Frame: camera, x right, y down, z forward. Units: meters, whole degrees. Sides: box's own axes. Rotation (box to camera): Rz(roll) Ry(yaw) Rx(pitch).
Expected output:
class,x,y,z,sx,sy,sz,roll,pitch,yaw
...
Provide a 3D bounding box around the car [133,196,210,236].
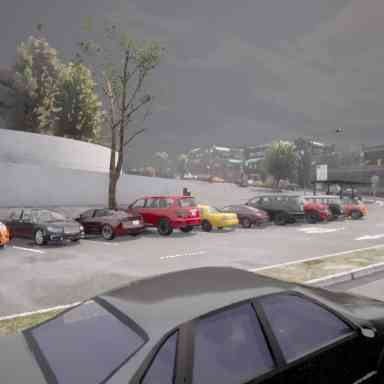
class,x,y,z,sx,sy,sz,roll,pitch,yaw
car,-2.125,1.249,18.736,5.566,2.045,2.435,-1,-1,34

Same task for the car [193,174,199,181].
class,x,y,z,sx,sy,sz,roll,pitch,yaw
car,3.193,-3.848,92.015,2.185,1.767,4.553,6,3,34

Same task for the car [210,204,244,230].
class,x,y,z,sx,sy,sz,roll,pitch,yaw
car,0.192,1.504,20.566,5.366,1.575,1.946,-1,-1,34

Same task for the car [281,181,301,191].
class,x,y,z,sx,sy,sz,roll,pitch,yaw
car,20.613,-0.990,67.455,2.231,1.521,4.892,7,3,35

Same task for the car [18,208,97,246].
class,x,y,z,sx,sy,sz,roll,pitch,yaw
car,-6.985,1.495,15.237,4.892,1.521,2.231,-1,-1,34

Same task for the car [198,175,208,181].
class,x,y,z,sx,sy,sz,roll,pitch,yaw
car,4.990,-3.697,89.551,2.435,2.045,5.566,7,3,34

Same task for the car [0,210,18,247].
class,x,y,z,sx,sy,sz,roll,pitch,yaw
car,-9.449,1.367,13.508,4.553,1.767,2.185,-1,-1,34

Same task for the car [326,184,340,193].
class,x,y,z,sx,sy,sz,roll,pitch,yaw
car,25.834,-0.424,60.076,2.435,2.045,5.566,7,3,35

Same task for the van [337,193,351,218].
class,x,y,z,sx,sy,sz,roll,pitch,yaw
van,10.269,1.298,27.340,4.442,1.987,1.878,-1,-1,35

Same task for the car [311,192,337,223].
class,x,y,z,sx,sy,sz,roll,pitch,yaw
car,7.733,1.268,25.666,5.566,2.045,2.435,-1,-1,35

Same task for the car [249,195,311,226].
class,x,y,z,sx,sy,sz,roll,pitch,yaw
car,5.222,1.264,23.958,5.566,2.045,2.435,-1,-1,35

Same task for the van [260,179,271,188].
class,x,y,z,sx,sy,sz,roll,pitch,yaw
van,17.118,-1.762,72.284,1.878,1.987,4.442,7,4,35

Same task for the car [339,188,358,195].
class,x,y,z,sx,sy,sz,roll,pitch,yaw
car,27.528,0.138,57.606,2.002,1.452,4.674,7,3,35

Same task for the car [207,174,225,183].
class,x,y,z,sx,sy,sz,roll,pitch,yaw
car,6.844,-3.174,87.294,1.946,1.575,5.366,7,3,34

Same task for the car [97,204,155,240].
class,x,y,z,sx,sy,sz,roll,pitch,yaw
car,-4.567,1.525,16.987,4.792,1.488,2.163,-1,-1,34

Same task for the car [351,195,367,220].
class,x,y,z,sx,sy,sz,roll,pitch,yaw
car,12.676,1.405,29.093,4.553,1.767,2.185,-1,-1,35

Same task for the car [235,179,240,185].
class,x,y,z,sx,sy,sz,roll,pitch,yaw
car,11.960,-2.315,79.791,2.002,1.452,4.674,7,3,35

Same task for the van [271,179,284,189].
class,x,y,z,sx,sy,sz,roll,pitch,yaw
van,18.850,-1.489,69.815,1.878,1.987,4.442,7,4,35

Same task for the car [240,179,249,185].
class,x,y,z,sx,sy,sz,roll,pitch,yaw
car,13.705,-2.042,77.331,2.002,1.452,4.674,7,3,35

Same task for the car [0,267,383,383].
class,x,y,z,sx,sy,sz,roll,pitch,yaw
car,0.318,1.549,3.366,5.357,1.411,2.033,0,0,-35

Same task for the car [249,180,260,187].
class,x,y,z,sx,sy,sz,roll,pitch,yaw
car,15.540,-1.810,75.013,1.946,1.575,5.366,7,3,35

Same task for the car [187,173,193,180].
class,x,y,z,sx,sy,sz,roll,pitch,yaw
car,1.460,-4.083,94.482,2.185,1.767,4.553,4,1,33

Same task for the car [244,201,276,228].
class,x,y,z,sx,sy,sz,roll,pitch,yaw
car,2.797,1.550,22.197,4.674,1.452,2.002,-1,-1,35
